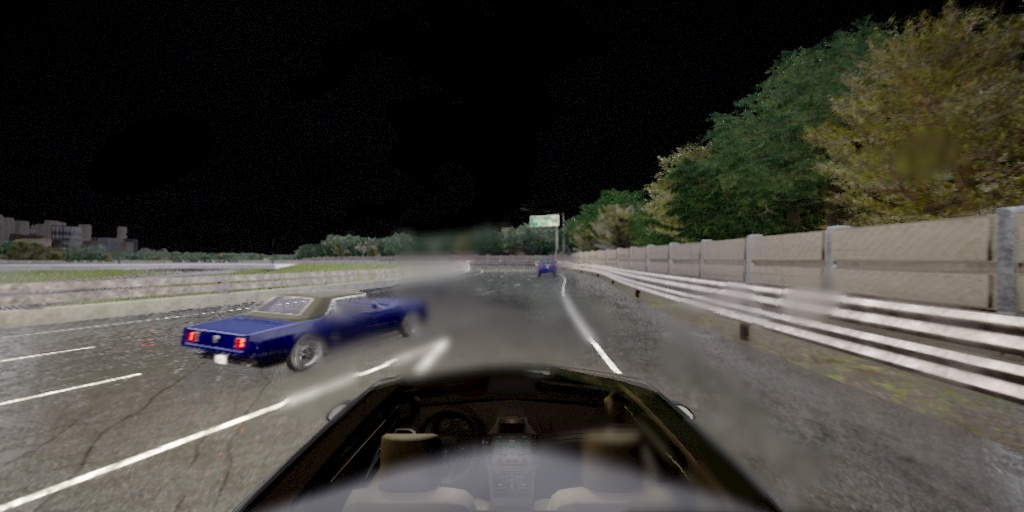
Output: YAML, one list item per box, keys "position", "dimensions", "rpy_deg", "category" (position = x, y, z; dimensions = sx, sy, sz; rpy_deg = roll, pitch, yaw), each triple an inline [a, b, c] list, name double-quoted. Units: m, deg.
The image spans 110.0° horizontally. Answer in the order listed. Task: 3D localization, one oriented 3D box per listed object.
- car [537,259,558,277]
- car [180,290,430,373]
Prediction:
- position: [4.036, 1.321, 41.018]
  dimensions: [2.150, 2.045, 5.566]
  rpy_deg: [0, -1, 4]
  category: "car"
- position: [-3.850, 1.399, 7.840]
  dimensions: [1.895, 1.301, 4.718]
  rpy_deg: [0, -1, 22]
  category: "car"
